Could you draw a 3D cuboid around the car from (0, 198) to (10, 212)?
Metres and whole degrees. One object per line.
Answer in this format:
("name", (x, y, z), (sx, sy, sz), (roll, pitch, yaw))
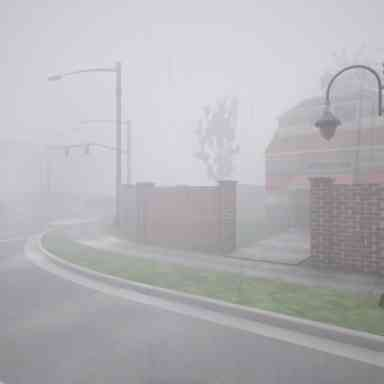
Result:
("car", (-22.195, 1.414, 34.945), (1.882, 1.535, 5.008), (0, 0, 37))

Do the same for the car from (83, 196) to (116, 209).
("car", (-11.742, 1.310, 42.991), (1.837, 1.490, 4.892), (0, 0, 37))

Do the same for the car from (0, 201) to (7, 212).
("car", (-20.427, 1.545, 31.483), (1.895, 1.301, 4.718), (0, 0, 37))

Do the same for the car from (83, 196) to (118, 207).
("car", (-12.886, 1.300, 47.287), (1.812, 1.442, 4.674), (0, 0, 37))
